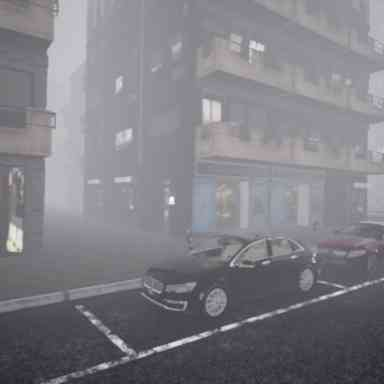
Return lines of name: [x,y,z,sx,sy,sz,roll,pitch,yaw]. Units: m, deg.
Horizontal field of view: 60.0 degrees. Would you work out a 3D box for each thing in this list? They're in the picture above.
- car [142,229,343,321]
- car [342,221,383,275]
car: [1.046,1.559,7.248,4.403,1.369,2.008,0,1,-35]
car: [5.557,1.599,10.466,4.206,1.307,1.802,0,1,-35]
